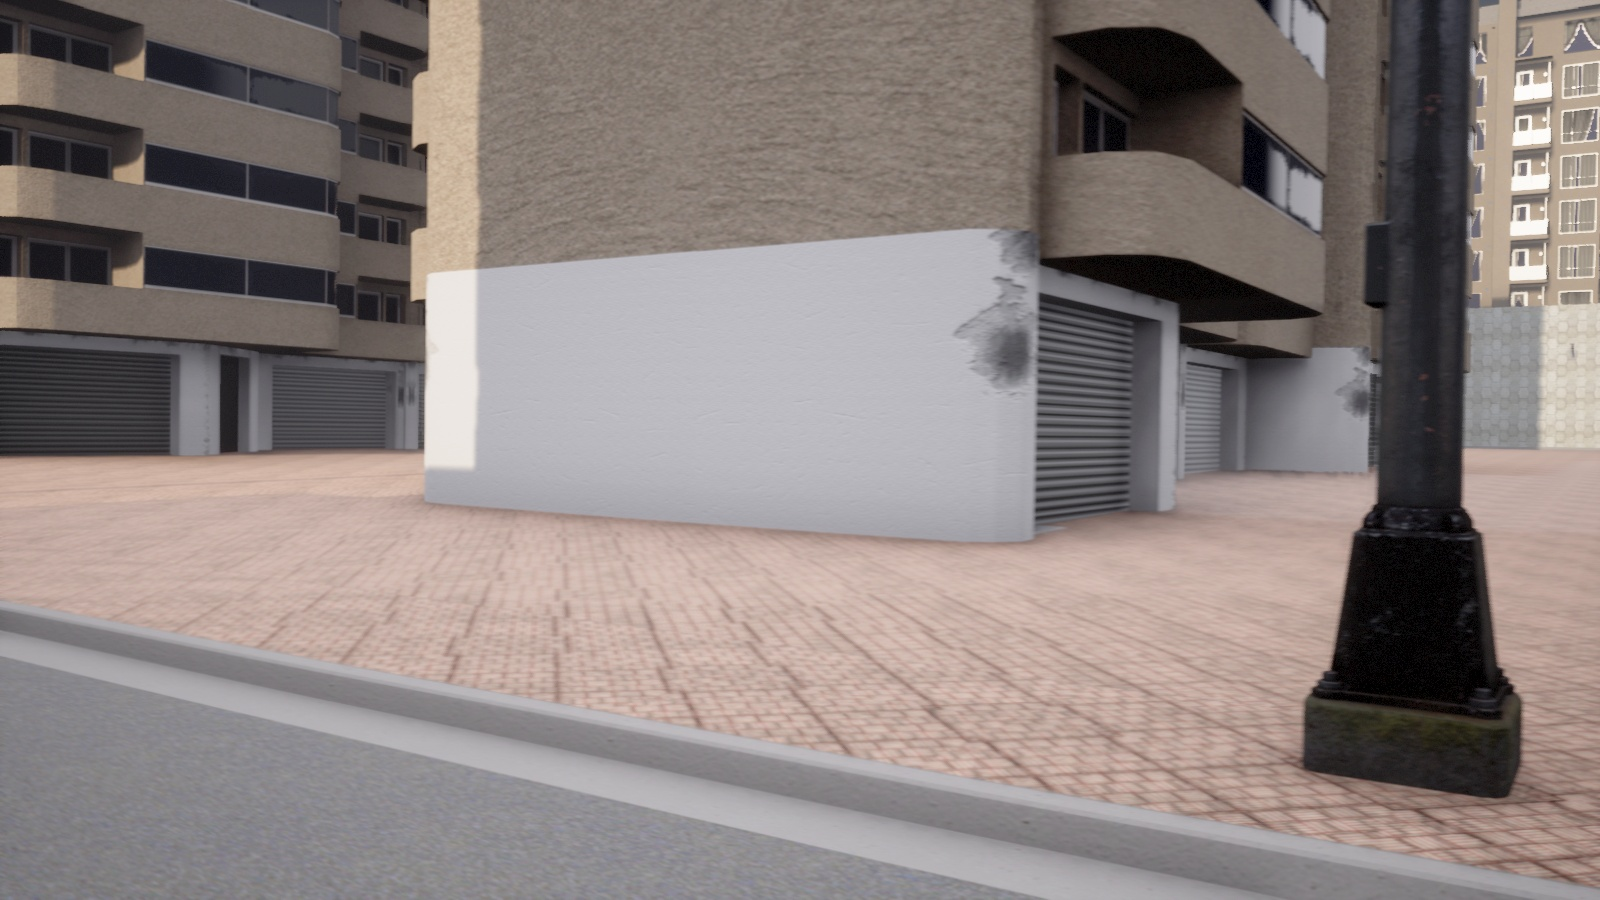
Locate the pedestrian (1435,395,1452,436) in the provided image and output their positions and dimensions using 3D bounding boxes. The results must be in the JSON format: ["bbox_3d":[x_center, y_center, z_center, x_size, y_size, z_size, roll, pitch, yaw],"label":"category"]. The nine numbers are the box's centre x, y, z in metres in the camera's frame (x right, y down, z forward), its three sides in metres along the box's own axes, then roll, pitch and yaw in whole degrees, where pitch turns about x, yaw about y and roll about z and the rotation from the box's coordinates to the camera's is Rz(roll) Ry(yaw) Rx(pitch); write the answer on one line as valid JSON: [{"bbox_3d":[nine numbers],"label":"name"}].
[{"bbox_3d":[28.553,-1.526,55.741,0.634,1.846,0.331,0,1,32],"label":"pedestrian"}]
